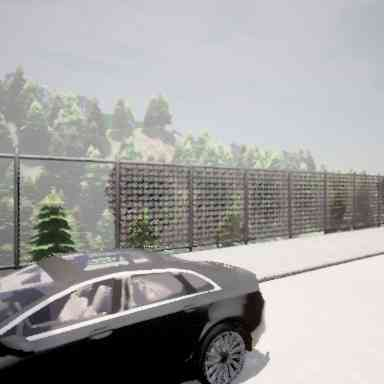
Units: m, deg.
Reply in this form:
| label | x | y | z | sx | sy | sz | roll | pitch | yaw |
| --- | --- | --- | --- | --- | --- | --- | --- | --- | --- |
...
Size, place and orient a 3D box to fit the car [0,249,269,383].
| label | x | y | z | sx | sy | sz | roll | pitch | yaw |
| --- | --- | --- | --- | --- | --- | --- | --- | --- | --- |
| car | -1.281 | 1.490 | 3.694 | 4.902 | 1.511 | 2.128 | 0 | 0 | -36 |
